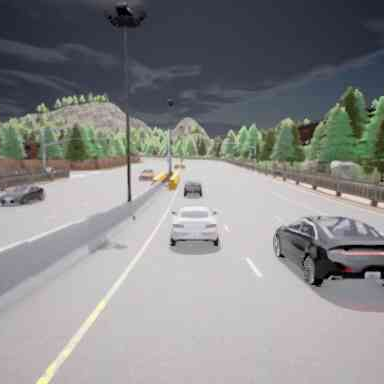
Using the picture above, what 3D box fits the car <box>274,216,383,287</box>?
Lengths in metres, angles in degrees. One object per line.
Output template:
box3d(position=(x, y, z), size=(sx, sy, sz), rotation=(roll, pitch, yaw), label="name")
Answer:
box3d(position=(3.600, 1.385, 9.049), size=(2.128, 1.511, 4.902), rotation=(0, 1, 0), label="car")

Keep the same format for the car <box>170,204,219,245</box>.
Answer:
box3d(position=(0.100, 1.244, 13.912), size=(1.812, 1.442, 4.674), rotation=(0, 3, 0), label="car")

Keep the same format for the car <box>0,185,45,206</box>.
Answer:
box3d(position=(-14.091, 0.192, 27.897), size=(2.128, 1.511, 4.902), rotation=(0, 6, 0), label="car")

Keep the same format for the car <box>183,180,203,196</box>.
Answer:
box3d(position=(0.107, -0.558, 34.583), size=(2.128, 1.511, 4.902), rotation=(0, 7, 0), label="car")

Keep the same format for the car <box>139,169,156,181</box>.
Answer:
box3d(position=(-6.917, -2.740, 51.634), size=(2.097, 1.767, 4.553), rotation=(0, 7, 0), label="car")
